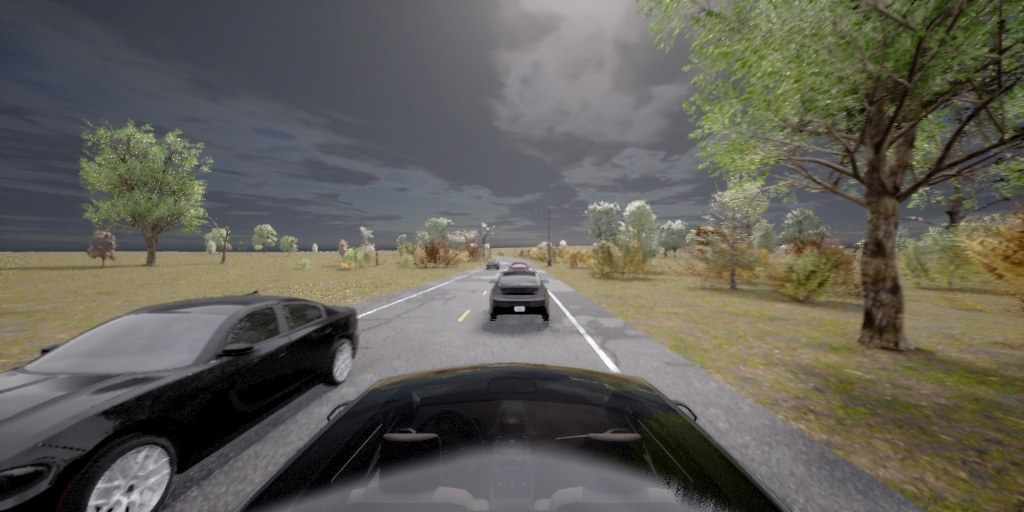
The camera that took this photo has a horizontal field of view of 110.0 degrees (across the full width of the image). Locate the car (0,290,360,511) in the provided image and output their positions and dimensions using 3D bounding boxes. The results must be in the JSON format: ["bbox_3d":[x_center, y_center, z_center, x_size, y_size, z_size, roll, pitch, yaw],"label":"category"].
[{"bbox_3d":[-3.604,1.245,4.190,1.882,1.535,5.008,0,0,1],"label":"car"}]

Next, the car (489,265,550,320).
[{"bbox_3d":[0.253,1.245,12.546,1.837,1.490,4.892,0,0,1],"label":"car"}]

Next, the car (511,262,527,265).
[{"bbox_3d":[0.613,1.242,30.559,1.812,1.442,4.674,0,0,1],"label":"car"}]

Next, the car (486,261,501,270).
[{"bbox_3d":[-2.603,1.297,50.356,1.895,1.301,4.718,0,0,1],"label":"car"}]
